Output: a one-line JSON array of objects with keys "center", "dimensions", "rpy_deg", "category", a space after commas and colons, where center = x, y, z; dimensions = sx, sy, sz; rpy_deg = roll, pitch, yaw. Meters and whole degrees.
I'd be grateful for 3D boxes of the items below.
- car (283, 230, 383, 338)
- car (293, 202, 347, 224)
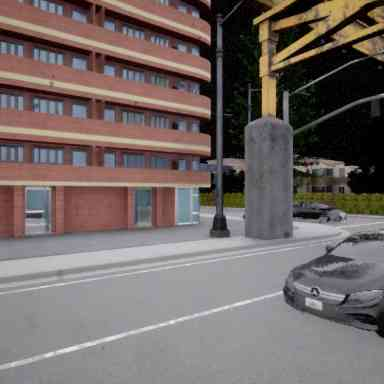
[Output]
[{"center": [3.866, 1.526, 6.621], "dimensions": [4.674, 1.442, 1.812], "rpy_deg": [0, 0, -34], "category": "car"}, {"center": [9.145, 1.491, 25.163], "dimensions": [2.128, 1.511, 4.902], "rpy_deg": [0, 0, -35], "category": "car"}]
